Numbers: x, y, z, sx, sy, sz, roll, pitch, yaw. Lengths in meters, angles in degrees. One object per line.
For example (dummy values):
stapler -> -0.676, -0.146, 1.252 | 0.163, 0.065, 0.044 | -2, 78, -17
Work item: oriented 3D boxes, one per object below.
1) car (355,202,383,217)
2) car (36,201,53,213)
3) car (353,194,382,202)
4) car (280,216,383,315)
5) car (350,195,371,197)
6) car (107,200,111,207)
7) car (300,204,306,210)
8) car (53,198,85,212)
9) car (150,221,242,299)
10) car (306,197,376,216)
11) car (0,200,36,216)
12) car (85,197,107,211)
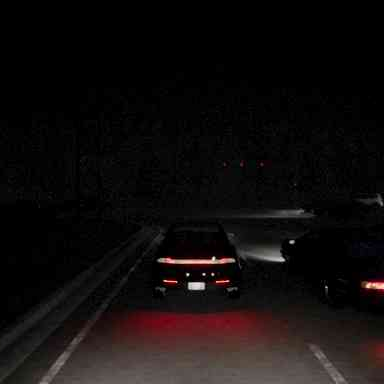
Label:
car -> 7.107, 1.352, 9.901 | 2.097, 1.767, 4.553 | 0, 0, 0
car -> -17.246, 1.526, 34.035 | 4.674, 1.442, 1.812 | 0, 0, 1
car -> 22.250, 1.224, 44.170 | 5.566, 2.045, 2.150 | 0, 0, 1
car -> 3.597, 1.547, 7.831 | 2.033, 1.411, 5.357 | 0, 0, 0
car -> 18.564, 1.493, 40.704 | 4.902, 1.511, 2.128 | 0, 0, 1
car -> -13.466, 1.477, 44.499 | 5.008, 1.535, 1.882 | 0, 0, 1
car -> 14.929, 1.547, 37.237 | 5.357, 1.411, 2.033 | 0, 0, 1
car -> -15.070, 1.601, 37.515 | 4.718, 1.301, 1.895 | 0, 0, 1
car -> 0.099, 1.492, 8.457 | 2.128, 1.511, 4.902 | 0, 0, 0
car -> 13.435, 1.491, 30.251 | 4.902, 1.511, 2.128 | 0, 0, 1
car -> -17.362, 1.601, 30.534 | 4.718, 1.301, 1.895 | 0, 0, 1
car -> -13.498, 1.477, 41.000 | 5.008, 1.535, 1.882 | 0, 0, 1
